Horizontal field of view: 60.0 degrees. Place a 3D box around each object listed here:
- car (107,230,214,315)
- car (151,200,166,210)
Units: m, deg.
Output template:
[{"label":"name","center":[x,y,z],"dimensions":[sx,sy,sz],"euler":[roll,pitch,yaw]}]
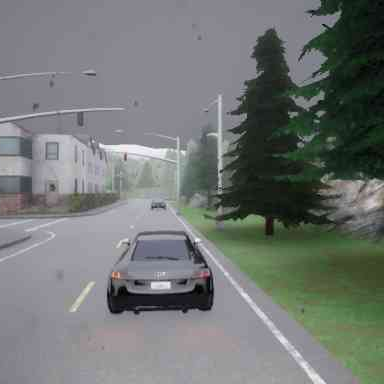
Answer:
[{"label":"car","center":[-0.692,1.571,7.694],"dimensions":[1.994,1.385,4.181],"euler":[0,0,-5]},{"label":"car","center":[-4.435,1.643,43.914],"dimensions":[1.895,1.301,4.718],"euler":[0,0,-6]}]
